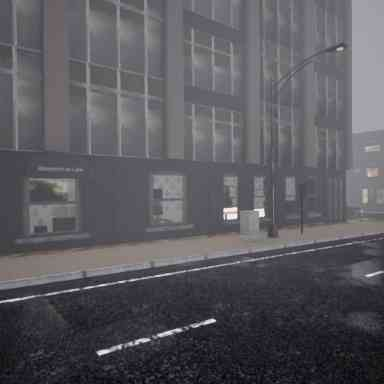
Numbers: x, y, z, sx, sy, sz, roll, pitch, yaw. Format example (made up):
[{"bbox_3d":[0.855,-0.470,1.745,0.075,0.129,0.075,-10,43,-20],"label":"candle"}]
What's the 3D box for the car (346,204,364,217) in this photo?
[{"bbox_3d":[15.214,1.785,34.605,2.128,1.511,4.902,-1,0,-37],"label":"car"}]
